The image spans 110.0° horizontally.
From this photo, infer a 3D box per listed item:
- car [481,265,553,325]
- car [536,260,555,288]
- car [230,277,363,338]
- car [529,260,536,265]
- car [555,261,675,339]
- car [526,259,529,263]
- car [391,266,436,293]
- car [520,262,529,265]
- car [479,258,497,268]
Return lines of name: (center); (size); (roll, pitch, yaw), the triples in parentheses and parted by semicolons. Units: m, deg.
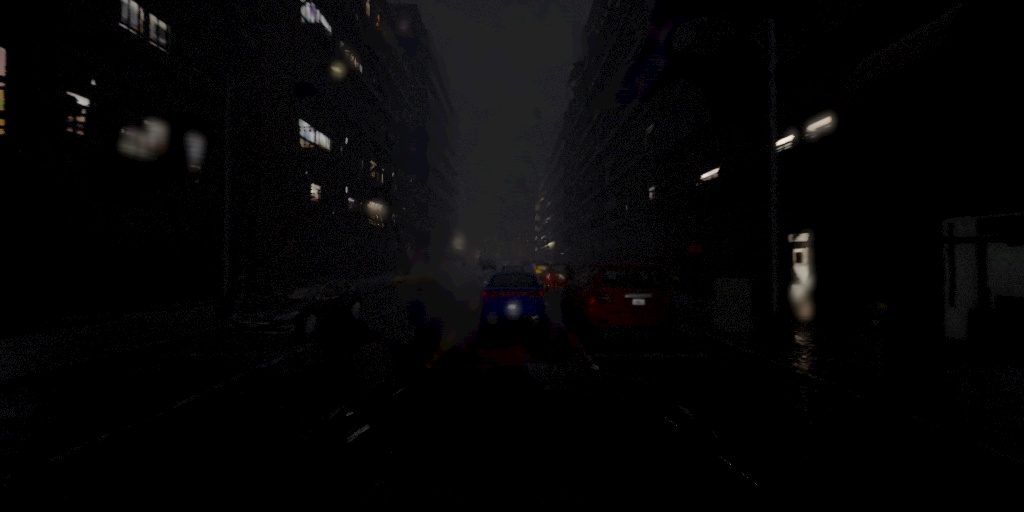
car: (0.063, 1.224, 11.882); (1.882, 1.535, 5.008); (0, 0, 0)
car: (2.690, 1.183, 21.172); (1.967, 1.591, 4.097); (0, 0, 0)
car: (-5.690, 1.297, 10.069); (2.007, 1.370, 4.403); (0, 0, 0)
car: (3.148, 1.196, 38.056); (1.801, 1.575, 5.366); (0, 0, 0)
car: (2.691, 1.061, 10.036); (2.192, 1.841, 5.009); (0, 0, 0)
car: (3.138, 1.215, 44.867); (1.882, 1.535, 5.008); (0, 0, 0)
car: (-5.690, 1.269, 21.035); (1.751, 1.417, 4.829); (0, 0, 0)
car: (0.060, 1.343, 26.530); (1.895, 1.301, 4.718); (0, 0, 0)
car: (-3.083, 1.214, 49.631); (1.882, 1.535, 5.008); (0, 0, 0)
